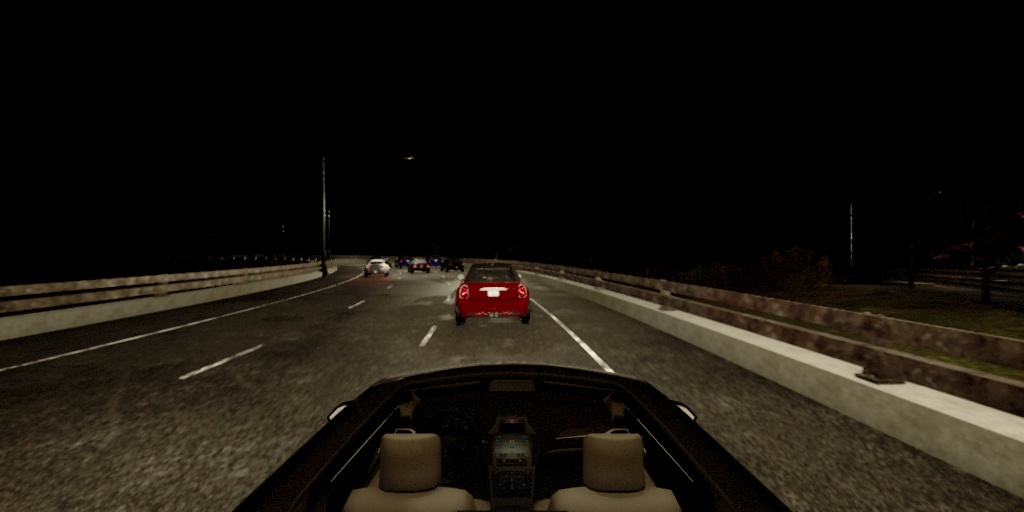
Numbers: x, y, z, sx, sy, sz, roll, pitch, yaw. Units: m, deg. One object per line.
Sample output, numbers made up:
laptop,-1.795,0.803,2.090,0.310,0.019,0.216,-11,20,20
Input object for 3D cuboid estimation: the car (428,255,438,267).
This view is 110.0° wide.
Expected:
car,-11.015,0.674,49.251,2.097,1.767,4.553,0,1,-26

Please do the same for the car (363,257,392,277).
car,-11.623,1.029,31.128,1.812,1.442,4.674,0,1,-16

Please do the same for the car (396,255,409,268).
car,-14.411,0.696,48.233,2.097,1.767,4.553,0,1,-26

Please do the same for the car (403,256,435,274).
car,-9.434,0.993,36.211,2.033,1.411,5.357,0,1,-21

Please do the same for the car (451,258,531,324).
car,-0.707,1.006,11.714,2.097,1.767,4.553,0,1,-6

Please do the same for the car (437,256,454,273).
car,-6.332,0.943,37.883,1.812,1.442,4.674,0,1,-21
